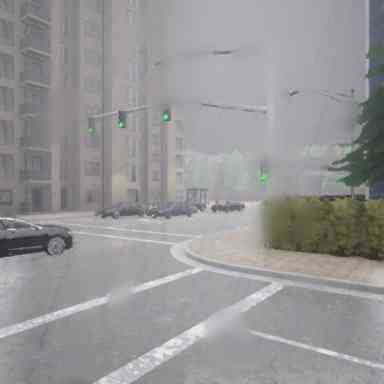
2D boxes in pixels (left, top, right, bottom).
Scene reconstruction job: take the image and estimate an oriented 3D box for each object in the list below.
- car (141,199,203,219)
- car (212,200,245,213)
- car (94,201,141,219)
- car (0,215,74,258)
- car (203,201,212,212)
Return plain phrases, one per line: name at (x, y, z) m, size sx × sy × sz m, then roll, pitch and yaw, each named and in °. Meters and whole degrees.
car at (-1.624, 1.547, 29.414) m, size 2.033 × 1.411 × 5.357 m, roll 0°, pitch 0°, yaw 36°
car at (4.029, 1.601, 37.158) m, size 1.895 × 1.301 × 4.718 m, roll 0°, pitch 0°, yaw 36°
car at (-5.960, 1.547, 29.407) m, size 2.033 × 1.411 × 5.357 m, roll 0°, pitch 0°, yaw 36°
car at (-6.261, 1.491, 10.802) m, size 2.128 × 1.511 × 4.902 m, roll 0°, pitch 0°, yaw 36°
car at (-0.270, 1.492, 37.206) m, size 2.128 × 1.511 × 4.902 m, roll 0°, pitch 0°, yaw 36°
